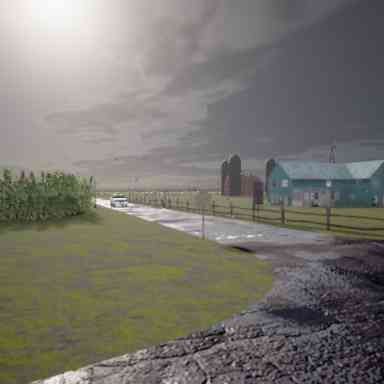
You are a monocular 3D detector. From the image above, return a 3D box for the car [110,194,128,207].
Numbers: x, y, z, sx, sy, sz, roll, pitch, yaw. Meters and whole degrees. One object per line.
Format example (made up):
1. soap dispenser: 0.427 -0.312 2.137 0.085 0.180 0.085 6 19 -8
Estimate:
1. car: -12.024 1.397 54.421 2.150 2.045 5.566 0 0 -21
